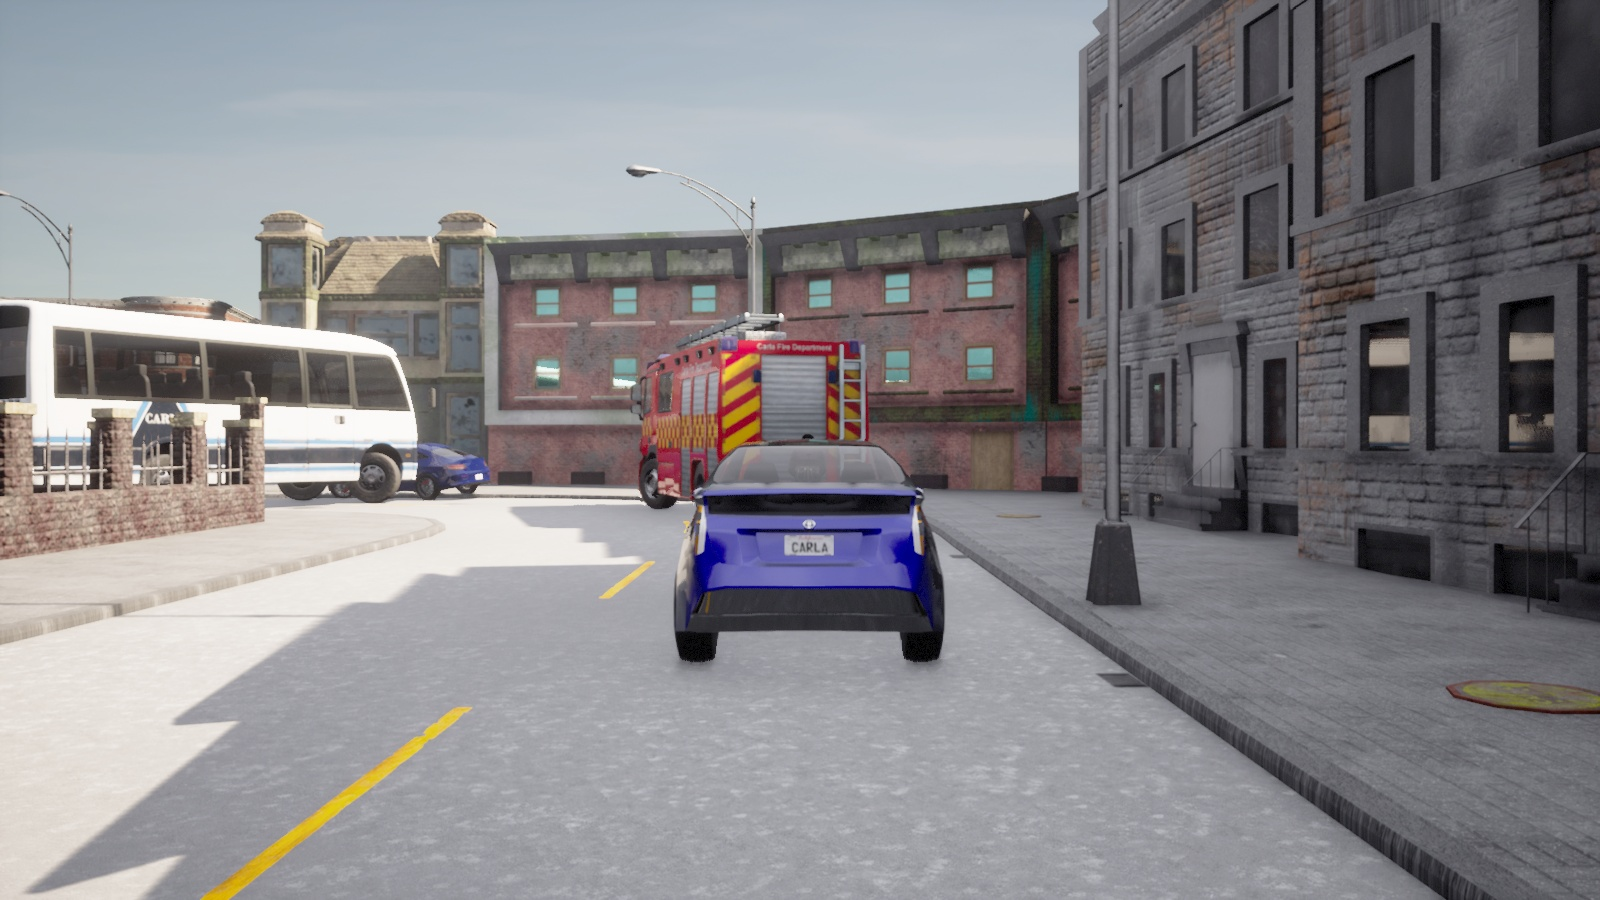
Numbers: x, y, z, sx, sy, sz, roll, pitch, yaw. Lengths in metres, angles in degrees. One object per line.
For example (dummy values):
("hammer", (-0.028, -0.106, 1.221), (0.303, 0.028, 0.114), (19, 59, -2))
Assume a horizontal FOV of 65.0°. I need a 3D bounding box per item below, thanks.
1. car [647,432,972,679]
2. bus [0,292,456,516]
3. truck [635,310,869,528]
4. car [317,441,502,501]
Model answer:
("car", (0.071, 0.639, 10.020), (2.007, 1.525, 4.514), (0, 0, 0))
("bus", (-13.238, -0.832, 29.263), (3.944, 4.253, 10.273), (-1, -1, 29))
("truck", (-1.356, -0.567, 26.527), (2.891, 3.827, 8.468), (0, 0, -17))
("car", (-10.587, 0.530, 34.042), (4.674, 1.442, 1.812), (0, 4, 23))
